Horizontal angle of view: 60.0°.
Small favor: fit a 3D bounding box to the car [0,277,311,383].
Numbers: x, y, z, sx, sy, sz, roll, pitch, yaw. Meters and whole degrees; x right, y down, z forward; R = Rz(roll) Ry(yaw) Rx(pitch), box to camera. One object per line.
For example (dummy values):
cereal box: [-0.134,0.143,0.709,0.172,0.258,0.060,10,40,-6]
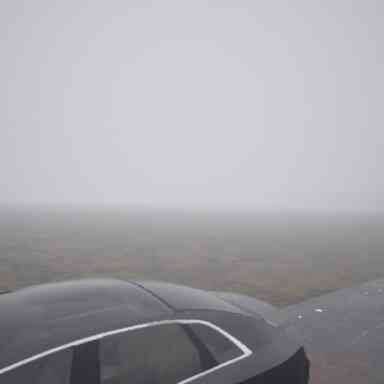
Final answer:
car: [-1.190,1.510,2.230,4.892,1.490,1.837,1,0,-36]
